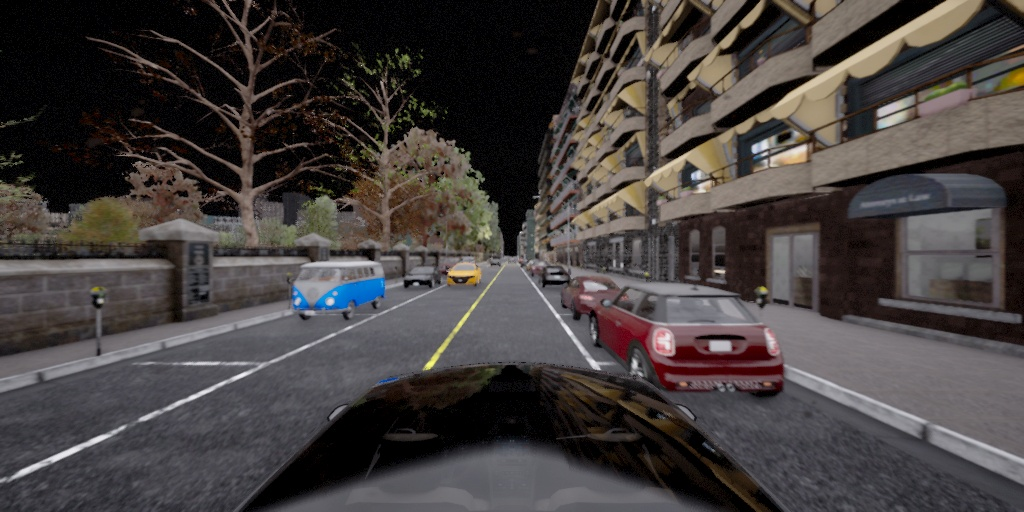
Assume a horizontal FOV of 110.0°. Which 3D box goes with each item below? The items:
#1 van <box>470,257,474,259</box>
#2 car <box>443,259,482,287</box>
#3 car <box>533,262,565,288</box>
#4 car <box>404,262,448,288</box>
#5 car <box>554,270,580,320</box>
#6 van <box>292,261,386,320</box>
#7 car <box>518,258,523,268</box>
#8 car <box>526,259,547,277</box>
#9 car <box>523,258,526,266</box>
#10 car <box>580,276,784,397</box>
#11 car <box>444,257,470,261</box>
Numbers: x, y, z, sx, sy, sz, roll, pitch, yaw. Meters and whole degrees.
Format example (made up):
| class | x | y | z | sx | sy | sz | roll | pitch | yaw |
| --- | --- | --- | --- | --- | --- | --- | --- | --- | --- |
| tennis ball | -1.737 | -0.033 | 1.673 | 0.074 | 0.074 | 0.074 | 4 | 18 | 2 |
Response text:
| class | x | y | z | sx | sy | sz | roll | pitch | yaw |
| --- | --- | --- | --- | --- | --- | --- | --- | --- | --- |
| van | -5.696 | 1.040 | 45.978 | 1.690 | 1.789 | 3.998 | 0 | 0 | 0 |
| car | -3.104 | 1.196 | 24.032 | 1.882 | 1.535 | 5.008 | 0 | 0 | 0 |
| car | 2.688 | 1.284 | 23.460 | 1.948 | 1.339 | 4.313 | 0 | 0 | 0 |
| car | -5.693 | 1.285 | 23.458 | 1.948 | 1.339 | 4.313 | 0 | 0 | 0 |
| car | 2.689 | 1.316 | 12.199 | 1.802 | 1.307 | 4.207 | 0 | 0 | 0 |
| van | -5.691 | 1.075 | 12.198 | 1.690 | 1.789 | 3.998 | 0 | 0 | 0 |
| car | 2.343 | 1.219 | 59.632 | 1.812 | 1.442 | 4.674 | 0 | 0 | 0 |
| car | 2.686 | 1.146 | 34.719 | 1.967 | 1.591 | 4.097 | 0 | 0 | 0 |
| car | 2.685 | 1.224 | 46.150 | 1.751 | 1.417 | 4.829 | 0 | 0 | 0 |
| car | 2.690 | 1.183 | 6.569 | 1.967 | 1.591 | 4.097 | 0 | 0 | 0 |
| car | -5.694 | 1.022 | 34.718 | 2.192 | 1.841 | 5.009 | 0 | 0 | 0 |
